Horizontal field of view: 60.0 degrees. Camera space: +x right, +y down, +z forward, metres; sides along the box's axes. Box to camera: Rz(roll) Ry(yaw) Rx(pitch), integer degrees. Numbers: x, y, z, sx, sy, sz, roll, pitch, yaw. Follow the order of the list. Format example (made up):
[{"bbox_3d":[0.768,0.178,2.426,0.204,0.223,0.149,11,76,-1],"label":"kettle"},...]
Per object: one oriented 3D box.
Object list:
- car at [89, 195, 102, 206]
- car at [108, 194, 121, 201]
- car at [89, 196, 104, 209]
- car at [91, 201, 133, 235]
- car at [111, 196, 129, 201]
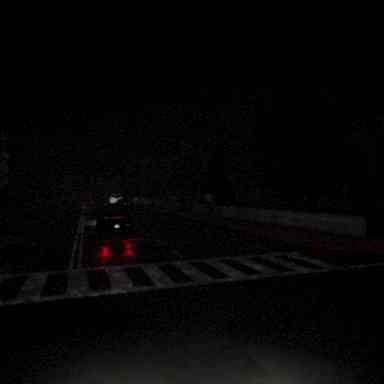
[{"bbox_3d":[-17.217,1.500,59.000,2.097,1.767,4.553,-1,0,-17],"label":"car"},{"bbox_3d":[-13.593,1.340,59.104,2.150,2.045,5.566,-1,0,-17],"label":"car"},{"bbox_3d":[-13.636,1.469,47.633,2.097,1.767,4.553,-1,0,-17],"label":"car"},{"bbox_3d":[-4.538,1.530,19.200,2.128,1.511,4.902,-1,0,-17],"label":"car"},{"bbox_3d":[-9.773,1.630,47.022,2.033,1.411,5.357,-1,0,-18],"label":"car"}]
